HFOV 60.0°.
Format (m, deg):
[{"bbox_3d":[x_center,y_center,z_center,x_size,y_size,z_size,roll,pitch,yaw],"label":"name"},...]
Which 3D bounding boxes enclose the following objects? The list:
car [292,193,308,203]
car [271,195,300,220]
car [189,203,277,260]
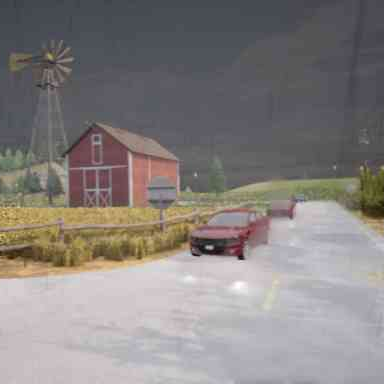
[{"bbox_3d":[16.819,0.996,52.602,1.837,1.490,4.892,-1,0,3],"label":"car"},{"bbox_3d":[6.922,1.252,25.579,1.882,1.535,5.008,-1,0,21],"label":"car"},{"bbox_3d":[1.606,1.400,12.429,1.882,1.535,5.008,-1,0,26],"label":"car"}]
